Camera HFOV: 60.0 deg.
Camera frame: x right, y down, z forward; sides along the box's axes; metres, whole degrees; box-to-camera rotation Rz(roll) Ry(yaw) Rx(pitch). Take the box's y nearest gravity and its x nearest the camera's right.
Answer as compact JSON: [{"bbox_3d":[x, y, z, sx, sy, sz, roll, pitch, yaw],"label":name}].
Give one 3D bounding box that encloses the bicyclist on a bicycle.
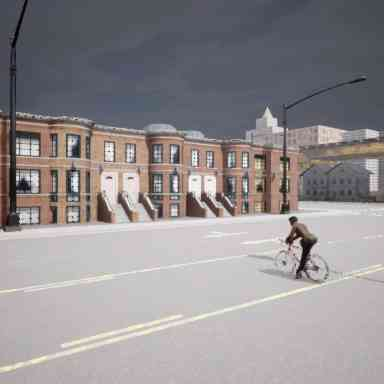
[{"bbox_3d":[2.769,1.455,8.589,0.582,1.620,1.656,0,-2,-35],"label":"bicyclist on a bicycle"}]
